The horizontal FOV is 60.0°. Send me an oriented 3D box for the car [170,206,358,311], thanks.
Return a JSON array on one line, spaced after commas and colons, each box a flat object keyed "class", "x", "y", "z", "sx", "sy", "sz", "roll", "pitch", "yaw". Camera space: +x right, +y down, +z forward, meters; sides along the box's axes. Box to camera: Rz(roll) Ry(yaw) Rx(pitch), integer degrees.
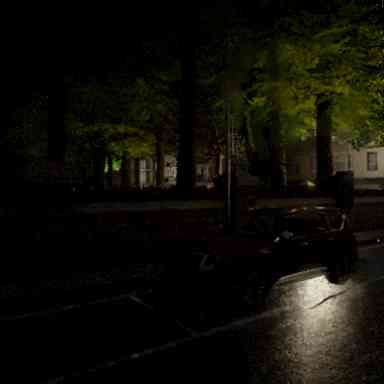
[{"class": "car", "x": 1.939, "y": 1.296, "z": 7.915, "sx": 5.009, "sy": 1.841, "sz": 2.192, "roll": 0, "pitch": 0, "yaw": -35}]
